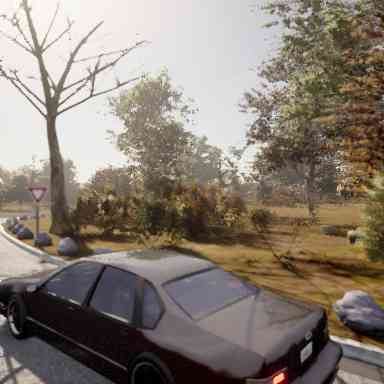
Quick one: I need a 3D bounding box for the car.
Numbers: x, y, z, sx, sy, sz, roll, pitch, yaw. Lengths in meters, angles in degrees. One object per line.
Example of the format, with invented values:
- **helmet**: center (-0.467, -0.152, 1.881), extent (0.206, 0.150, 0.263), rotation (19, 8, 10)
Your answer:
- **car**: center (-0.863, 1.554, 4.723), extent (5.357, 1.411, 2.033), rotation (0, 0, 40)
